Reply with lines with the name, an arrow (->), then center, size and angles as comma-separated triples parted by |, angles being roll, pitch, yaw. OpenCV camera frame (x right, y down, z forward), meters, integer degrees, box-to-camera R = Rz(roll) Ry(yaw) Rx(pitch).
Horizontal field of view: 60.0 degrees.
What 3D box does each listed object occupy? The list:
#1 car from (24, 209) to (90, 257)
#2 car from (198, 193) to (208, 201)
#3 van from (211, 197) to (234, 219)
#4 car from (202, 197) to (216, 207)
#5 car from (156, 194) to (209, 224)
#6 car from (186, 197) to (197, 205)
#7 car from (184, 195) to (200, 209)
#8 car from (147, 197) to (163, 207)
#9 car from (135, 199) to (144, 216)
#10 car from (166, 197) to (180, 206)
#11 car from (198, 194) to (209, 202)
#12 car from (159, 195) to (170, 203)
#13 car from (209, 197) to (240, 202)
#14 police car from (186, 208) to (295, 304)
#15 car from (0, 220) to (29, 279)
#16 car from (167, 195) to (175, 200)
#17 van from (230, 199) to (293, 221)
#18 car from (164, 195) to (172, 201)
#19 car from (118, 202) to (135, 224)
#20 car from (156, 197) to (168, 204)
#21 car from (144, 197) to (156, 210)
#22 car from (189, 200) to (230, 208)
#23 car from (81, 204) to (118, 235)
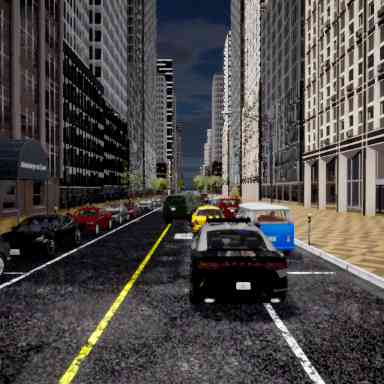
car -> -5.712, 1.564, 12.895 | 1.947, 1.339, 4.313 | -1, 0, 0
car -> 2.597, 1.298, 81.108 | 2.192, 1.841, 5.009 | -1, 0, 0
van -> 2.649, 1.336, 29.954 | 1.690, 1.788, 3.998 | -1, 0, 0
car -> 2.628, 1.541, 52.688 | 2.008, 1.369, 4.403 | -1, 0, 0
car -> -0.169, 1.216, 24.631 | 2.150, 2.045, 5.566 | -1, 0, 24
car -> -0.062, 1.553, 59.258 | 1.994, 1.385, 4.181 | 0, 0, 0
car -> -0.028, 1.344, 46.158 | 2.097, 1.767, 4.553 | 0, 0, 0
car -> -5.753, 1.541, 52.680 | 2.008, 1.369, 4.403 | -1, 0, 0
car -> -5.729, 1.577, 29.946 | 1.802, 1.307, 4.206 | -1, 0, 0
car -> -3.054, 1.590, 54.470 | 1.895, 1.301, 4.718 | 0, 0, 0
car -> 2.602, 1.300, 75.424 | 2.192, 1.841, 5.009 | -1, 0, 0
car -> -5.771, 1.426, 69.731 | 1.967, 1.590, 4.097 | -1, 0, 0
car -> 2.654, 1.311, 24.271 | 2.192, 1.841, 5.009 | -1, 0, 0
police car -> 0.889, 1.424, 8.358 | 1.930, 1.638, 5.238 | 0, 0, 0
car -> -5.707, 1.550, 7.211 | 2.008, 1.369, 4.403 | -1, 0, 0
car -> -5.793, 1.545, 92.466 | 1.947, 1.339, 4.313 | -1, 0, 0
van -> 2.666, 1.339, 12.903 | 1.690, 1.788, 3.998 | -1, 0, 0
car -> -5.781, 1.508, 80.929 | 1.752, 1.417, 4.829 | -1, 0, 0
car -> -5.725, 1.547, 24.262 | 2.008, 1.369, 4.403 | -1, 0, 0
car -> -5.764, 1.569, 64.047 | 1.802, 1.307, 4.206 | -1, 0, 0
car -> -5.741, 1.544, 41.313 | 2.008, 1.369, 4.403 | -1, 0, 0
car -> 0.880, 1.452, 18.437 | 1.801, 1.575, 5.366 | 0, 0, 0
car -> -5.718, 1.542, 18.579 | 1.887, 1.381, 4.507 | -1, 0, 0
